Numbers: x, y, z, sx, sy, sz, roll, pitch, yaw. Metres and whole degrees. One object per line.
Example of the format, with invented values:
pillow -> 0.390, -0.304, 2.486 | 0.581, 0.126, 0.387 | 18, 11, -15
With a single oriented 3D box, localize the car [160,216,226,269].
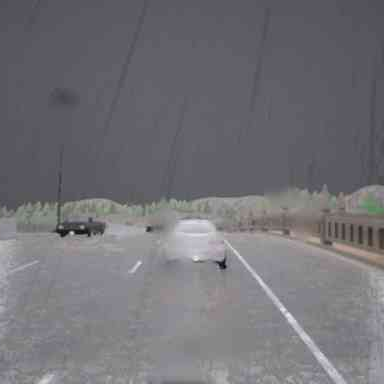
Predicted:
car -> 0.108, 1.640, 11.412 | 1.812, 1.442, 4.674 | 0, -2, 0

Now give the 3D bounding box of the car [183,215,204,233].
car -> 0.120, 2.940, 30.132 | 1.812, 1.442, 4.674 | 0, -6, 0

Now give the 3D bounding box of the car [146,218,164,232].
car -> -3.378, 3.310, 33.147 | 2.033, 1.411, 5.357 | 0, -7, 0

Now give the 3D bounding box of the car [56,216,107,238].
car -> -6.886, 2.218, 21.312 | 1.895, 1.301, 4.718 | 0, -4, 0
